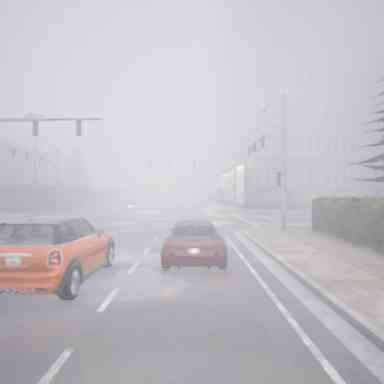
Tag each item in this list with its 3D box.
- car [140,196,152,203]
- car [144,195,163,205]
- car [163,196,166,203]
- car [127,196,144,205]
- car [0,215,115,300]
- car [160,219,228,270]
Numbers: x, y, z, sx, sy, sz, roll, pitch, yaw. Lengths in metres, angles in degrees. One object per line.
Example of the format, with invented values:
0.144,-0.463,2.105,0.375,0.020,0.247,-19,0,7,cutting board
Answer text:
-10.523,1.620,76.446,1.882,1.535,5.008,0,0,0,car
-7.050,1.466,61.000,2.097,1.767,4.553,0,0,0,car
-7.023,1.642,76.445,1.837,1.490,4.892,0,0,0,car
-10.552,1.606,60.977,2.128,1.511,4.902,0,0,0,car
-3.443,1.368,8.567,2.097,1.767,4.553,0,0,0,car
0.070,1.585,11.117,1.994,1.385,4.181,0,0,0,car
